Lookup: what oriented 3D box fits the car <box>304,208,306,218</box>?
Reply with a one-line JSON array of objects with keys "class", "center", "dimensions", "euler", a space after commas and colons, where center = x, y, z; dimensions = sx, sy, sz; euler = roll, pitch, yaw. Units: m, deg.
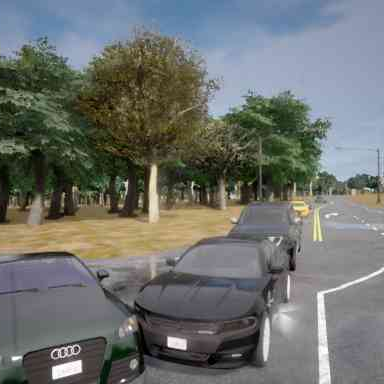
[{"class": "car", "center": [5.054, 1.774, 18.346], "dimensions": [1.895, 1.301, 4.718], "euler": [-1, 0, 21]}]

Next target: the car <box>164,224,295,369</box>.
[{"class": "car", "center": [0.725, 1.613, 6.295], "dimensions": [1.882, 1.535, 5.008], "euler": [-1, -2, 21]}]

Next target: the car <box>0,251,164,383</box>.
[{"class": "car", "center": [-2.319, 1.643, 4.992], "dimensions": [1.994, 1.385, 4.181], "euler": [1, -2, -33]}]

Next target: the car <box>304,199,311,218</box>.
[{"class": "car", "center": [10.370, 1.682, 32.617], "dimensions": [1.882, 1.535, 5.008], "euler": [-1, 0, 21]}]

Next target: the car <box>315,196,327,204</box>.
[{"class": "car", "center": [26.539, 1.529, 68.462], "dimensions": [2.097, 1.767, 4.553], "euler": [-1, 0, 28]}]

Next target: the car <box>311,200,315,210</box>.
[{"class": "car", "center": [15.905, 1.756, 46.925], "dimensions": [1.812, 1.442, 4.674], "euler": [-1, 0, 23]}]

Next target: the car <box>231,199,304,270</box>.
[{"class": "car", "center": [2.836, 1.459, 12.438], "dimensions": [2.150, 2.045, 5.566], "euler": [-2, 0, 20]}]
